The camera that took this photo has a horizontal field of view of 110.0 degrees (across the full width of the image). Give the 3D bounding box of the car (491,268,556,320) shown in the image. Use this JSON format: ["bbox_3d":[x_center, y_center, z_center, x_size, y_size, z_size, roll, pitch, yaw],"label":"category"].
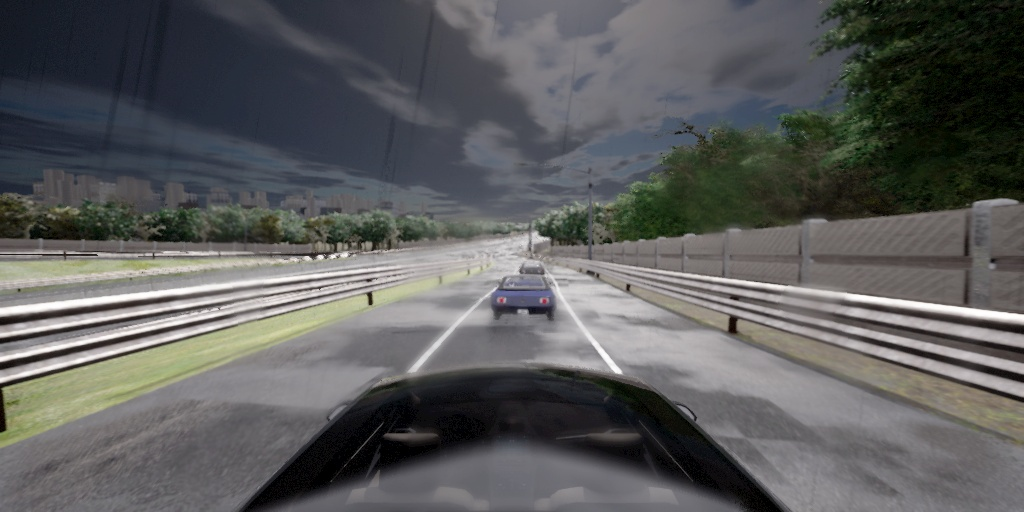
[{"bbox_3d":[0.438,1.274,12.315,1.895,1.301,4.718,0,0,3],"label":"car"}]

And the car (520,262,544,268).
[{"bbox_3d":[1.584,1.151,28.441,1.895,1.301,4.718,0,0,4],"label":"car"}]
